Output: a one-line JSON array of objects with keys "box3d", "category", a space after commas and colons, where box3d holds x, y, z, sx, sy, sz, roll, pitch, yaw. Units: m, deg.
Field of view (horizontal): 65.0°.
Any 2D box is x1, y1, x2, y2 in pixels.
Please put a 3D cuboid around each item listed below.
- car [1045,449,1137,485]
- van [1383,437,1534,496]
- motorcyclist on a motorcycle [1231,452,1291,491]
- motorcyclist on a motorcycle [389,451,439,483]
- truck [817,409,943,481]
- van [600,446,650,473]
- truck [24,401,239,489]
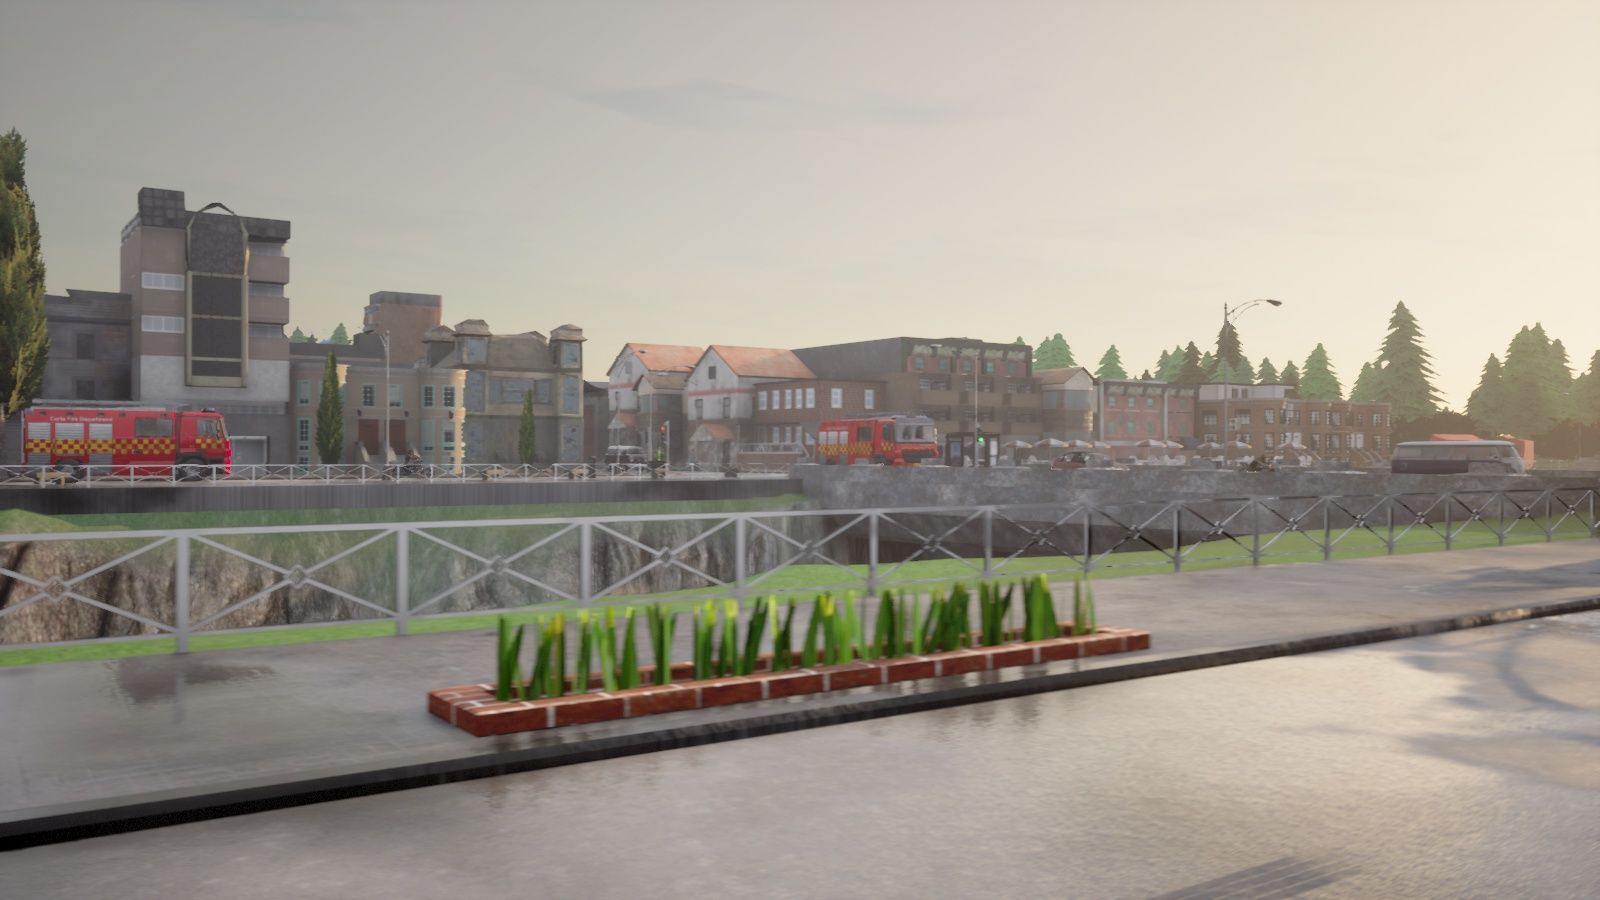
[{"box3d": [13.604, 0.759, 58.968, 1.851, 1.617, 3.988, 0, 0, -35], "category": "car"}, {"box3d": [23.447, 0.558, 44.843, 1.775, 1.987, 4.442, 0, 0, -35], "category": "van"}, {"box3d": [18.861, 0.866, 51.423, 0.866, 1.530, 2.191, 0, 0, -35], "category": "motorcyclist on a motorcycle"}, {"box3d": [-20.128, 0.898, 65.457, 2.350, 1.649, 0.766, 0, 0, -35], "category": "motorcyclist on a motorcycle"}, {"box3d": [4.402, -0.259, 71.101, 2.891, 3.827, 8.468, 0, 0, -30], "category": "truck"}, {"box3d": [-13.668, 0.738, 98.106, 2.069, 2.038, 4.480, 0, 0, -35], "category": "van"}, {"box3d": [-30.789, -0.212, 58.036, 8.468, 3.827, 2.891, 0, 0, -35], "category": "truck"}]
